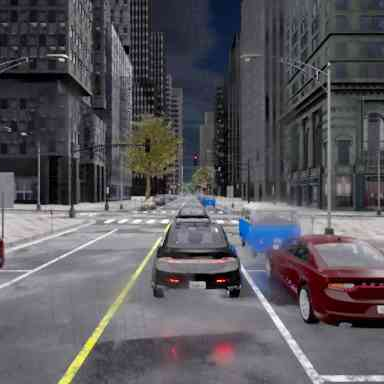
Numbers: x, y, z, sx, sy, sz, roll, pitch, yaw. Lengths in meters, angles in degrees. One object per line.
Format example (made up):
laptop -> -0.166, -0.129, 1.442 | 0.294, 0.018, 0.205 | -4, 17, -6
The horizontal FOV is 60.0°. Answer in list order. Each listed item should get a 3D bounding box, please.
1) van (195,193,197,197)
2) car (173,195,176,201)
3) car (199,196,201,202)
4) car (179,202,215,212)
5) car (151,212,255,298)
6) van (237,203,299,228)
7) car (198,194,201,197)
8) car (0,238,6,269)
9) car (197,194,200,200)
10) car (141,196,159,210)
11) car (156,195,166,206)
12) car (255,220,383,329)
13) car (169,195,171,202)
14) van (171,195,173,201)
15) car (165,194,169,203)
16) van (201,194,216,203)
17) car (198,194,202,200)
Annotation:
van -> 2.573, 1.495, 93.809 | 1.690, 1.788, 3.998 | 0, 0, 0
car -> -5.939, 1.705, 87.400 | 1.947, 1.339, 4.313 | 0, 0, 0
car -> 2.650, 1.639, 55.915 | 1.947, 1.339, 4.313 | 0, 0, 0
car -> 0.049, 1.509, 17.915 | 2.128, 1.511, 4.902 | 0, 0, 1
car -> 0.084, 1.499, 8.529 | 2.128, 1.511, 4.902 | 0, 0, 0
van -> 2.754, 1.353, 12.518 | 1.690, 1.788, 3.998 | 0, 0, 0
car -> 2.628, 1.676, 66.742 | 1.802, 1.307, 4.206 | 0, 0, 0
car -> -5.791, 1.551, 6.994 | 1.887, 1.381, 4.507 | 0, 0, 0
car -> 2.617, 1.656, 72.155 | 2.008, 1.369, 4.403 | 0, 0, 0
car -> -5.858, 1.580, 44.917 | 1.752, 1.417, 4.829 | 0, 0, 0
car -> -5.874, 1.618, 55.667 | 1.887, 1.381, 4.507 | 0, 0, 0
car -> 2.764, 1.551, 6.993 | 1.887, 1.381, 4.507 | 0, 0, 0
car -> -5.896, 1.644, 66.245 | 2.008, 1.369, 4.403 | 0, 0, 0
van -> -5.917, 1.456, 76.823 | 1.690, 1.788, 3.998 | 0, 0, 0
car -> -5.884, 1.398, 60.957 | 2.192, 1.841, 5.009 | 0, 0, 0
van -> 2.662, 1.405, 50.503 | 1.690, 1.788, 3.998 | 0, 0, 0
car -> 2.639, 1.628, 61.329 | 1.887, 1.381, 4.507 | 0, 0, 0
